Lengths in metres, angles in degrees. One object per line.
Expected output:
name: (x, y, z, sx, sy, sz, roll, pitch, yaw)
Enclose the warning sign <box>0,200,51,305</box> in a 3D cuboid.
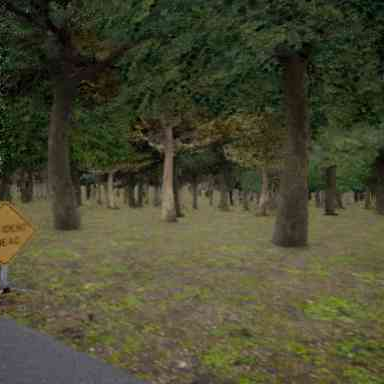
warning sign: (-3.685, 1.101, 6.562, 1.060, 1.860, 1.300, 1, 0, 35)
